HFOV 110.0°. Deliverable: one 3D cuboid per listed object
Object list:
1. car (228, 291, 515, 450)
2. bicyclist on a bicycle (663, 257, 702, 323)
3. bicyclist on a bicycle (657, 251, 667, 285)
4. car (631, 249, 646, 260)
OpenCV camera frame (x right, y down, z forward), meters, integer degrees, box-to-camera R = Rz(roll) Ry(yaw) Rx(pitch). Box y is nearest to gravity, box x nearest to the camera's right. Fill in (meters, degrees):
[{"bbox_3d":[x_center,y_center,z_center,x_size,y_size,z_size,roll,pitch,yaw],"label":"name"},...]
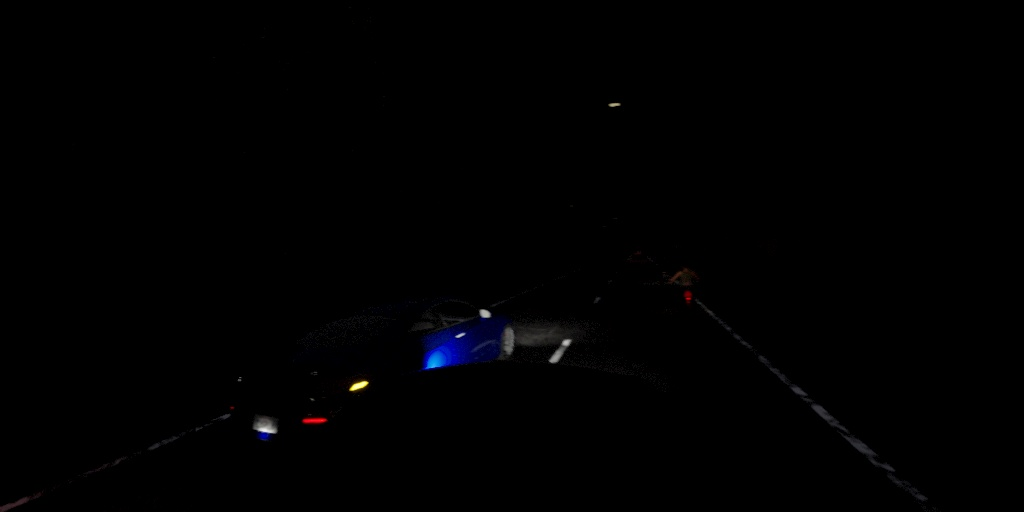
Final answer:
[{"bbox_3d":[-1.421,1.243,5.320,1.812,1.442,4.674,-1,1,19],"label":"car"},{"bbox_3d":[4.711,0.923,9.738,0.866,1.612,1.509,-1,1,19],"label":"bicyclist on a bicycle"},{"bbox_3d":[7.540,0.637,17.878,0.659,1.776,1.843,-1,1,19],"label":"bicyclist on a bicycle"},{"bbox_3d":[19.002,-0.198,53.780,1.882,1.535,5.008,-1,1,19],"label":"car"}]
